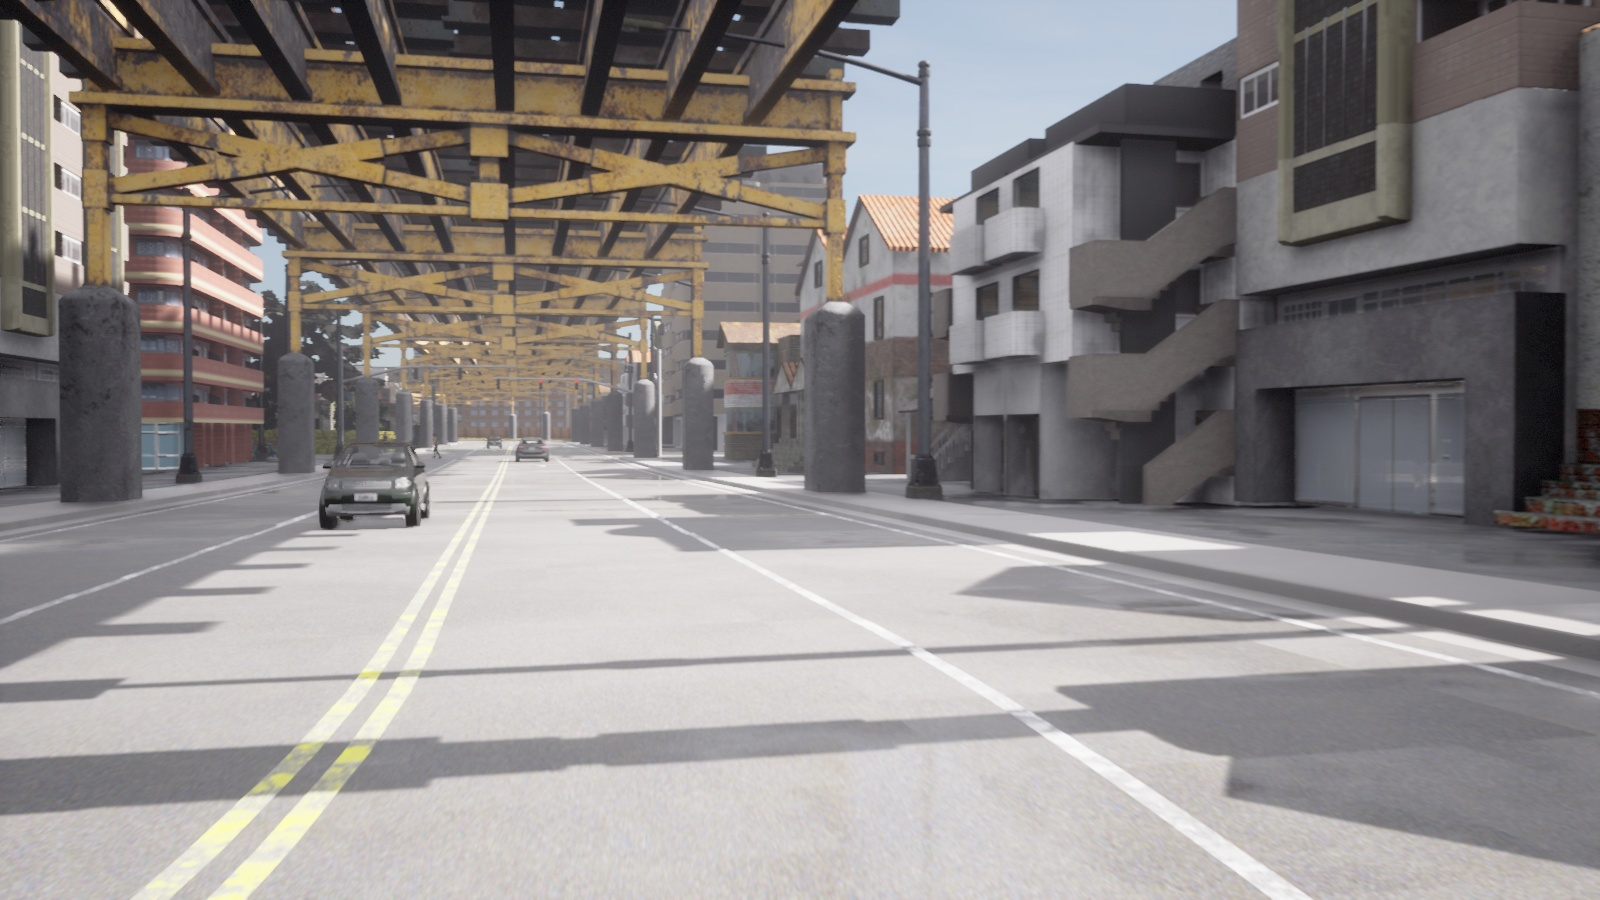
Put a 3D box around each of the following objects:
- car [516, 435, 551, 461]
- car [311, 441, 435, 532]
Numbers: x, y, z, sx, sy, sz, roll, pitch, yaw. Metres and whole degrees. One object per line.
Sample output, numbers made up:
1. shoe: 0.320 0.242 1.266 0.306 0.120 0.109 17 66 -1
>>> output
1. car: -17.841 -0.143 84.119 2.242 1.667 4.611 0 1 -12
2. car: -7.843 0.612 23.361 1.789 1.549 3.705 0 0 -13
